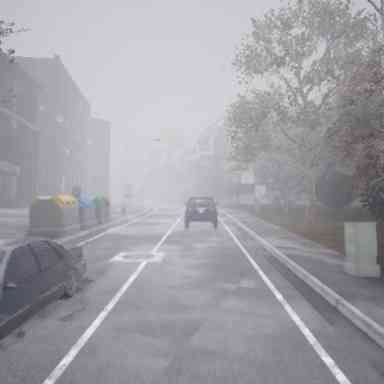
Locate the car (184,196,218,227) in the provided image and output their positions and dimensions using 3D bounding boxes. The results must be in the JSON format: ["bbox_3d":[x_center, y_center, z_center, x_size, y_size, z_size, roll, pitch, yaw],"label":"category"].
[{"bbox_3d":[0.636,1.294,23.289,2.150,2.045,5.566,0,0,1],"label":"car"}]

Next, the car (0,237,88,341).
[{"bbox_3d":[-3.473,1.559,5.760,2.033,1.411,5.357,0,0,2],"label":"car"}]

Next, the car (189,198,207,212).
[{"bbox_3d":[0.669,1.623,41.747,1.882,1.535,5.008,1,0,-3],"label":"car"}]
